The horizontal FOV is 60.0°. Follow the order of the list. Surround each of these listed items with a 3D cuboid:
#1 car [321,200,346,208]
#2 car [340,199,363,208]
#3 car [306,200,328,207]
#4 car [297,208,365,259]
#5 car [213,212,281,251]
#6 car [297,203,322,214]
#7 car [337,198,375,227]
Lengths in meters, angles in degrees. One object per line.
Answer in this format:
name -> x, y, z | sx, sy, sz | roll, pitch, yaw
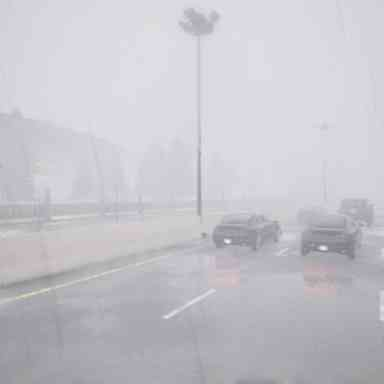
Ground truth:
car -> 26.634, 2.172, 62.610 | 5.357, 1.411, 2.033 | 0, -1, -40
car -> 28.746, 2.100, 59.852 | 4.892, 1.490, 1.837 | 0, -1, -38
car -> 24.643, 2.260, 65.501 | 4.718, 1.301, 1.895 | 0, -1, -40
car -> 5.645, 1.643, 13.346 | 1.837, 1.490, 4.892 | 0, 0, 30
car -> 2.606, 1.667, 15.080 | 1.837, 1.490, 4.892 | 0, 0, 30
car -> 10.304, 1.816, 28.415 | 1.812, 1.442, 4.674 | -1, -1, 32
car -> 12.625, 1.480, 25.567 | 2.150, 2.045, 5.566 | -1, 0, 31
